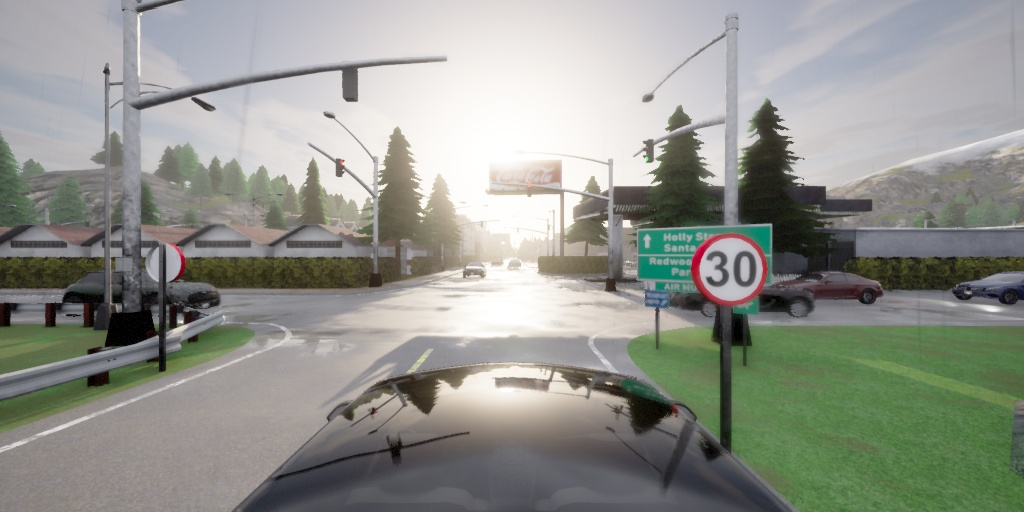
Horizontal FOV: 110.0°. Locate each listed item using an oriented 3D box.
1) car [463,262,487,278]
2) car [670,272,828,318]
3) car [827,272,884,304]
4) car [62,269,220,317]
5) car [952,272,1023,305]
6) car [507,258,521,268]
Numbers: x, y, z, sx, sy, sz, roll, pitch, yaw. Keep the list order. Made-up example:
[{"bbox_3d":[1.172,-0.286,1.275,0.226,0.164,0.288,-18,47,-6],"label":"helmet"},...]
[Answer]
[{"bbox_3d":[-3.469,1.291,33.817,1.812,1.442,4.674,1,-1,0],"label":"car"},{"bbox_3d":[8.415,1.422,13.432,5.008,1.535,1.882,0,0,1],"label":"car"},{"bbox_3d":[14.797,1.467,17.039,4.674,1.442,1.812,0,0,0],"label":"car"},{"bbox_3d":[-13.923,1.294,13.689,4.553,1.767,2.097,0,0,1],"label":"car"},{"bbox_3d":[23.931,1.467,16.947,4.674,1.442,1.812,0,0,1],"label":"car"},{"bbox_3d":[0.387,1.273,60.165,1.812,1.442,4.674,1,0,5],"label":"car"}]
